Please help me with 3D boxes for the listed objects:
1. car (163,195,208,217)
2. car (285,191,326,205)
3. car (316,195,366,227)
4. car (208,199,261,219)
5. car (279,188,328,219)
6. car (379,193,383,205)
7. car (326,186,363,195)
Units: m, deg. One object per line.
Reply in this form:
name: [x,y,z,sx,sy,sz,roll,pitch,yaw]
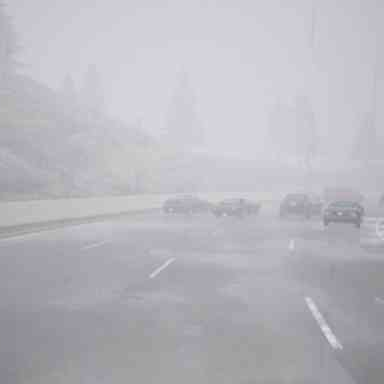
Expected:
car: [-0.217,0.960,24.483,2.128,1.511,4.902,1,1,29]
car: [13.527,0.630,39.524,4.902,1.511,2.128,-1,1,-36]
car: [8.859,1.127,19.193,2.033,1.411,5.357,1,1,31]
car: [3.227,1.097,23.141,1.895,1.301,4.718,1,1,30]
car: [7.912,0.833,23.772,2.097,1.767,4.553,1,2,34]
car: [22.913,0.550,36.793,4.553,1.767,2.097,-1,2,-29]
car: [17.131,0.394,37.587,5.566,2.045,2.150,0,1,-33]
